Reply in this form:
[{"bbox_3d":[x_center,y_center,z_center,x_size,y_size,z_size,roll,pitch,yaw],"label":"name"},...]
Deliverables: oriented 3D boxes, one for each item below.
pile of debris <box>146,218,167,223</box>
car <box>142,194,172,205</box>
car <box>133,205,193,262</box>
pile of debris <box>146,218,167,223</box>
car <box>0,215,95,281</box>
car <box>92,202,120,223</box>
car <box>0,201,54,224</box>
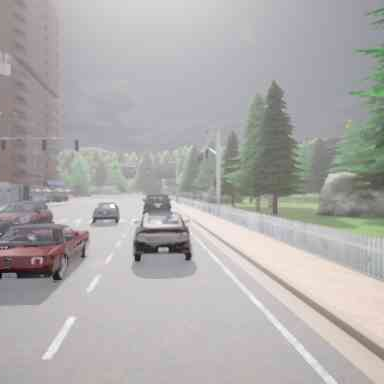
[{"bbox_3d":[-2.597,2.097,24.380,1.500,0.140,1.860,0,0,-7],"label":"pile of debris"},{"bbox_3d":[-2.837,1.135,27.156,2.150,2.045,5.566,0,0,-7],"label":"car"},{"bbox_3d":[-1.079,1.454,12.025,2.128,1.511,4.902,0,0,-6],"label":"car"},{"bbox_3d":[-2.597,2.097,24.380,1.500,0.140,1.860,0,0,-7],"label":"pile of debris"},{"bbox_3d":[-4.280,1.576,9.606,1.895,1.301,4.718,0,0,-6],"label":"car"},{"bbox_3d":[-6.410,1.473,24.899,2.033,1.411,5.357,0,0,-12],"label":"car"},{"bbox_3d":[-8.835,1.306,17.360,2.097,1.767,4.553,0,0,-6],"label":"car"}]
